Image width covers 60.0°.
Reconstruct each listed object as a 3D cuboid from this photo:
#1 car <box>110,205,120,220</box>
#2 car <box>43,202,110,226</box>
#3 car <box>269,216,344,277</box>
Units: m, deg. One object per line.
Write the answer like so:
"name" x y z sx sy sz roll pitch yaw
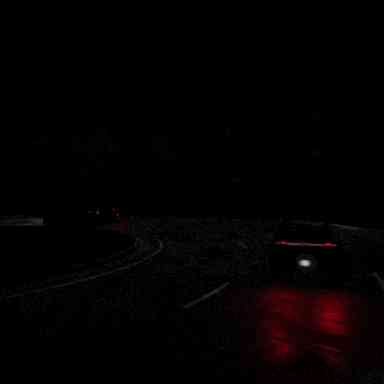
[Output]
"car" -8.633 1.733 28.816 4.902 1.511 2.128 -1 -1 15
"car" -8.954 1.582 25.172 4.553 1.767 2.097 -1 0 19
"car" 3.488 1.497 10.325 2.128 1.511 4.902 0 0 18
